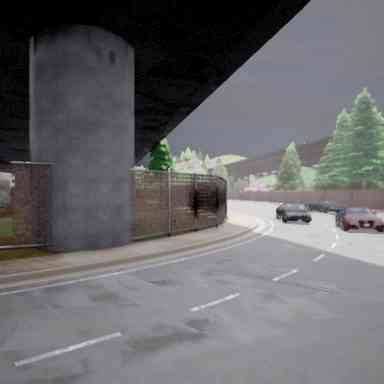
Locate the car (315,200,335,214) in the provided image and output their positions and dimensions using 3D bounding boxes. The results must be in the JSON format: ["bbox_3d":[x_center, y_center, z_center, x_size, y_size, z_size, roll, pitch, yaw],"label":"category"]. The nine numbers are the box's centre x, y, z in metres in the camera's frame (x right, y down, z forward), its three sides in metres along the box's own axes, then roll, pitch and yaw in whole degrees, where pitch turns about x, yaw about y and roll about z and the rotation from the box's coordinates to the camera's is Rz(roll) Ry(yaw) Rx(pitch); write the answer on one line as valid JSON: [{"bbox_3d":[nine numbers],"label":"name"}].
[{"bbox_3d":[14.029,1.519,35.588,2.033,1.411,5.357,0,0,-12],"label":"car"}]

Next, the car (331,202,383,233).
[{"bbox_3d":[9.749,1.547,19.553,1.994,1.385,4.181,0,0,15],"label":"car"}]

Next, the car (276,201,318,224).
[{"bbox_3d":[7.479,1.530,24.883,2.033,1.411,5.357,0,0,6],"label":"car"}]
